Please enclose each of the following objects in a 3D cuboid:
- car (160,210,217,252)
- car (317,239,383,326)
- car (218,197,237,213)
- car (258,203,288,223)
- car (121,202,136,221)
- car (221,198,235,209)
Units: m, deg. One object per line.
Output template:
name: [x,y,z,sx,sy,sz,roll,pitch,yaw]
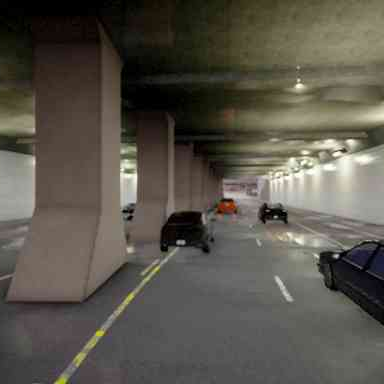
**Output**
car: [-0.094,1.550,14.142,1.837,1.490,4.892,0,0,7]
car: [3.900,1.571,5.972,2.033,1.411,5.357,0,0,5]
car: [4.185,1.479,38.656,2.097,1.767,4.553,0,0,8]
car: [6.256,1.580,26.004,2.128,1.511,4.902,0,0,7]
car: [-4.505,1.570,26.211,2.128,1.511,4.902,0,0,7]
car: [5.325,1.665,48.693,1.837,1.490,4.892,0,0,8]
